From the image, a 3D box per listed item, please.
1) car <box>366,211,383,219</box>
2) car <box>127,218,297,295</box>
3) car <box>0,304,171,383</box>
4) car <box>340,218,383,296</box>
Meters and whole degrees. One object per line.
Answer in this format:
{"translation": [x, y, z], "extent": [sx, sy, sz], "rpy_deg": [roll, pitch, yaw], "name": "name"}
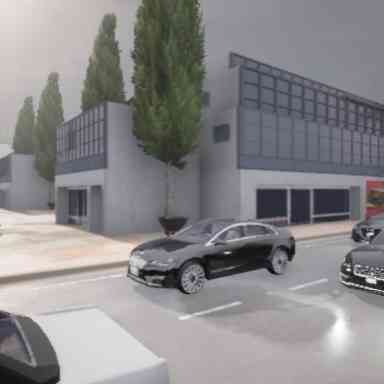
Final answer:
{"translation": [8.833, 1.526, 14.583], "extent": [4.181, 1.385, 1.994], "rpy_deg": [0, 0, -36], "name": "car"}
{"translation": [0.715, 1.478, 8.802], "extent": [4.902, 1.511, 2.128], "rpy_deg": [0, 0, -35], "name": "car"}
{"translation": [-2.589, 1.604, 2.146], "extent": [4.718, 1.301, 1.895], "rpy_deg": [0, 0, -35], "name": "car"}
{"translation": [5.468, 1.484, 7.893], "extent": [4.892, 1.490, 1.837], "rpy_deg": [0, 0, -36], "name": "car"}
